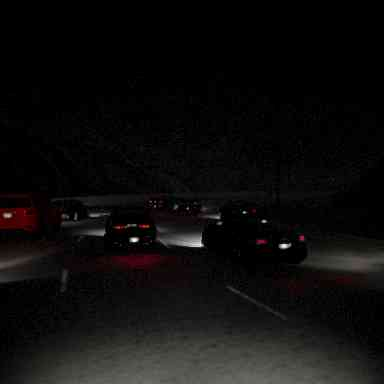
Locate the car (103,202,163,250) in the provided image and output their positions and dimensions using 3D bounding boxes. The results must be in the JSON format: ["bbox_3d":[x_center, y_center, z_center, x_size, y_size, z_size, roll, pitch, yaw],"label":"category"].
[{"bbox_3d":[-2.581,1.352,13.733,1.837,1.490,4.892,-1,1,-14],"label":"car"}]

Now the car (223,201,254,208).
[{"bbox_3d":[3.151,1.287,22.785,1.994,1.385,4.181,0,1,-4],"label":"car"}]

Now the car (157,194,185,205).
[{"bbox_3d":[-2.884,1.028,46.767,1.994,1.385,4.181,0,1,29],"label":"car"}]

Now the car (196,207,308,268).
[{"bbox_3d":[1.847,1.428,10.956,1.994,1.385,4.181,0,1,-19],"label":"car"}]

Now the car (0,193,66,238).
[{"bbox_3d":[-8.175,1.057,16.662,2.150,2.045,5.566,0,1,-9],"label":"car"}]

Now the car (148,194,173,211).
[{"bbox_3d":[-3.043,1.108,33.652,2.128,1.511,4.902,0,1,10],"label":"car"}]

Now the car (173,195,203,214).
[{"bbox_3d":[-0.073,1.138,30.236,2.128,1.511,4.902,0,1,6],"label":"car"}]

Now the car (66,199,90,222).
[{"bbox_3d":[-8.804,1.255,23.971,1.837,1.490,4.892,0,1,-1],"label":"car"}]
